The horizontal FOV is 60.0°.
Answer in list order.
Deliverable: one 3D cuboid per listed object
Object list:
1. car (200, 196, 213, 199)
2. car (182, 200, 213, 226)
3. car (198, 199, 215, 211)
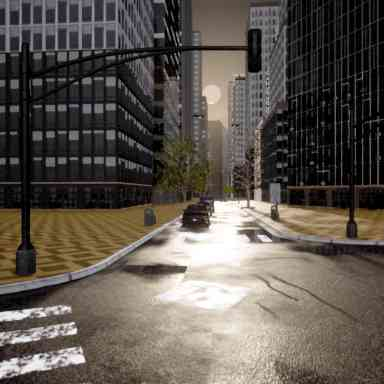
[{"bbox_3d":[2.030,1.553,45.963,2.150,2.045,5.566,0,0,5],"label":"car"},{"bbox_3d":[0.388,1.653,25.148,1.882,1.535,5.008,0,0,5],"label":"car"},{"bbox_3d":[1.193,1.776,35.336,1.812,1.442,4.674,0,0,5],"label":"car"}]
